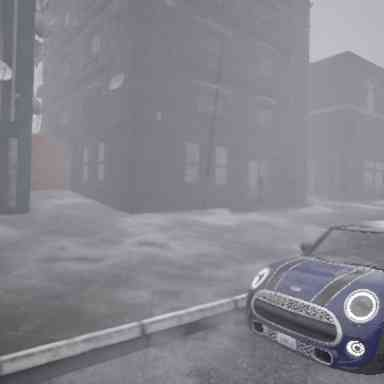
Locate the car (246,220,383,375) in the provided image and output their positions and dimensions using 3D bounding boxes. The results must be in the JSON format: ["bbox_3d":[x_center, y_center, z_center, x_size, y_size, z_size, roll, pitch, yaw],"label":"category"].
[{"bbox_3d":[3.052,1.330,5.649,4.553,1.767,2.097,0,0,-36],"label":"car"}]
